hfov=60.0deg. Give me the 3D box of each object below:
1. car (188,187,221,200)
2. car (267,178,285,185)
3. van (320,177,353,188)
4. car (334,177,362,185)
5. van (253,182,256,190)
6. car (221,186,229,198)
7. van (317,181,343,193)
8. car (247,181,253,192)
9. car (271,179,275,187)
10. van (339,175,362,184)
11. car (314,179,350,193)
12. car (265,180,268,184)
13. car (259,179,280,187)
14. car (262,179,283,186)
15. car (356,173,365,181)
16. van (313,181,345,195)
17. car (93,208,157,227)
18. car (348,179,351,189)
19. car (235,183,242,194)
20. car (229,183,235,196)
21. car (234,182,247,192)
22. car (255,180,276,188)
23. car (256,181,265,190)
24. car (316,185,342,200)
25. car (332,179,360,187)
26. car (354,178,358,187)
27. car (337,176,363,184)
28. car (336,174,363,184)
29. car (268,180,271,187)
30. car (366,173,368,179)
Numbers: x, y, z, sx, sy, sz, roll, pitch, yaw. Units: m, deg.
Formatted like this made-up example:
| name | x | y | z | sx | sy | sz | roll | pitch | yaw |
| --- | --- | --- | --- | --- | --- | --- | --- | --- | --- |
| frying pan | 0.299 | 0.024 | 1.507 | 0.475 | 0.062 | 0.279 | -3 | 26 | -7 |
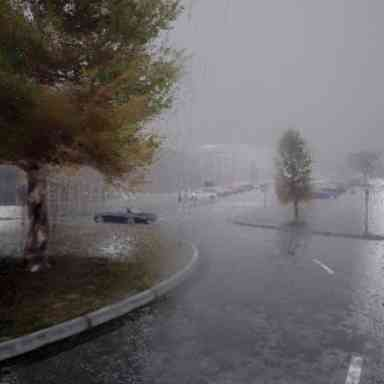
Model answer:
| name | x | y | z | sx | sy | sz | roll | pitch | yaw |
| --- | --- | --- | --- | --- | --- | --- | --- | --- | --- |
| car | 1.700 | 0.477 | 52.562 | 4.674 | 1.452 | 2.002 | -3 | 3 | 10 |
| car | 22.231 | -2.790 | 88.117 | 4.553 | 1.767 | 2.185 | -3 | 3 | 10 |
| van | 25.184 | -1.102 | 58.185 | 4.442 | 1.987 | 1.878 | -1 | 4 | 12 |
| car | 35.692 | -2.470 | 76.246 | 5.366 | 1.575 | 1.946 | -1 | 4 | 10 |
| van | 10.337 | -1.116 | 67.879 | 4.442 | 1.987 | 1.878 | -3 | 4 | 10 |
| car | 3.188 | 0.243 | 55.113 | 4.792 | 1.488 | 2.163 | -3 | 3 | 10 |
| van | 18.894 | -0.191 | 47.999 | 4.442 | 1.987 | 1.878 | -1 | 4 | 12 |
| car | 8.997 | -0.675 | 65.331 | 5.008 | 1.535 | 2.097 | -3 | 3 | 10 |
| car | 16.314 | -1.782 | 78.018 | 5.008 | 1.535 | 2.097 | -3 | 3 | 10 |
| van | 37.490 | -2.923 | 78.761 | 4.442 | 1.987 | 1.878 | -1 | 4 | 10 |
| car | 20.321 | -0.441 | 50.563 | 5.566 | 2.045 | 2.435 | -1 | 4 | 12 |
| car | 13.382 | -1.339 | 72.950 | 5.008 | 1.535 | 2.097 | -3 | 3 | 10 |
| car | 19.266 | -2.223 | 83.070 | 4.892 | 1.521 | 2.231 | -3 | 3 | 10 |
| car | 20.738 | -2.446 | 85.602 | 5.008 | 1.535 | 2.097 | -3 | 4 | 10 |
| car | 34.389 | -2.494 | 73.615 | 5.566 | 2.045 | 2.435 | -1 | 4 | 10 |
| van | 21.809 | -0.642 | 53.127 | 4.442 | 1.987 | 1.878 | -1 | 4 | 12 |
| car | -5.022 | 1.805 | 24.579 | 4.718 | 1.301 | 1.895 | 0 | -1 | 28 |
| car | 23.470 | -0.771 | 55.670 | 4.553 | 1.767 | 2.185 | -1 | 4 | 12 |
| car | 6.050 | -0.199 | 60.227 | 4.792 | 1.488 | 2.163 | -3 | 4 | 10 |
| car | 4.640 | -0.134 | 57.653 | 4.553 | 1.767 | 2.185 | -3 | 4 | 10 |
| car | 7.562 | -0.579 | 62.759 | 4.553 | 1.767 | 2.185 | -3 | 4 | 10 |
| car | 17.794 | -2.002 | 80.543 | 4.892 | 1.521 | 2.231 | -3 | 4 | 10 |
| car | 12.109 | -1.129 | 70.377 | 5.366 | 1.575 | 1.946 | -3 | 3 | 10 |
| car | 17.210 | 0.263 | 45.495 | 5.008 | 1.535 | 2.097 | -1 | 4 | 12 |
| car | 32.846 | -2.015 | 71.057 | 4.892 | 1.521 | 2.231 | -1 | 4 | 11 |
| car | 28.211 | -1.329 | 63.327 | 4.892 | 1.521 | 2.231 | -1 | 4 | 11 |
| car | 38.705 | -2.917 | 81.407 | 5.366 | 1.575 | 1.946 | -1 | 4 | 11 |
| car | 31.330 | -2.038 | 68.452 | 5.566 | 2.045 | 2.435 | -1 | 4 | 11 |
| car | 14.884 | -1.532 | 75.476 | 4.792 | 1.488 | 2.163 | -3 | 3 | 10 |
| car | 40.417 | -3.385 | 83.931 | 5.566 | 2.045 | 2.435 | -1 | 4 | 11 |
